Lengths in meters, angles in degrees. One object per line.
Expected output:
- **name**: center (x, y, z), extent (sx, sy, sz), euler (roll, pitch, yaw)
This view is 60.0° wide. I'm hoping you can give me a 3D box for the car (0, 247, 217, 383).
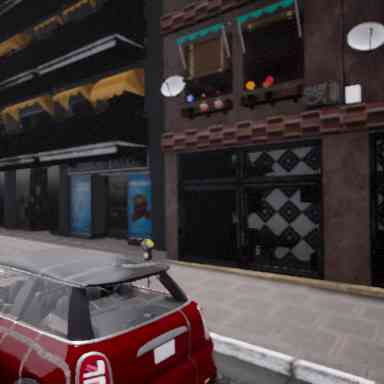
- **car**: center (-1.820, 1.410, 4.056), extent (4.097, 1.590, 1.967), euler (1, -1, 36)
